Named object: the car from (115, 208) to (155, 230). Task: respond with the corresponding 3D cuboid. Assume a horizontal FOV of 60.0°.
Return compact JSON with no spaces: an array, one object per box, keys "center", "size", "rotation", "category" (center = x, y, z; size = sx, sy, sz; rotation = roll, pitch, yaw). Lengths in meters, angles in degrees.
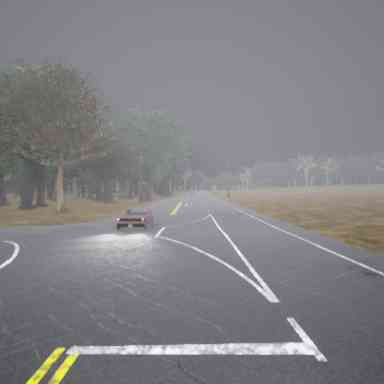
[{"center":[-3.524,1.673,21.221],"size":[1.895,1.301,4.718],"rotation":[0,-1,0],"category":"car"}]
